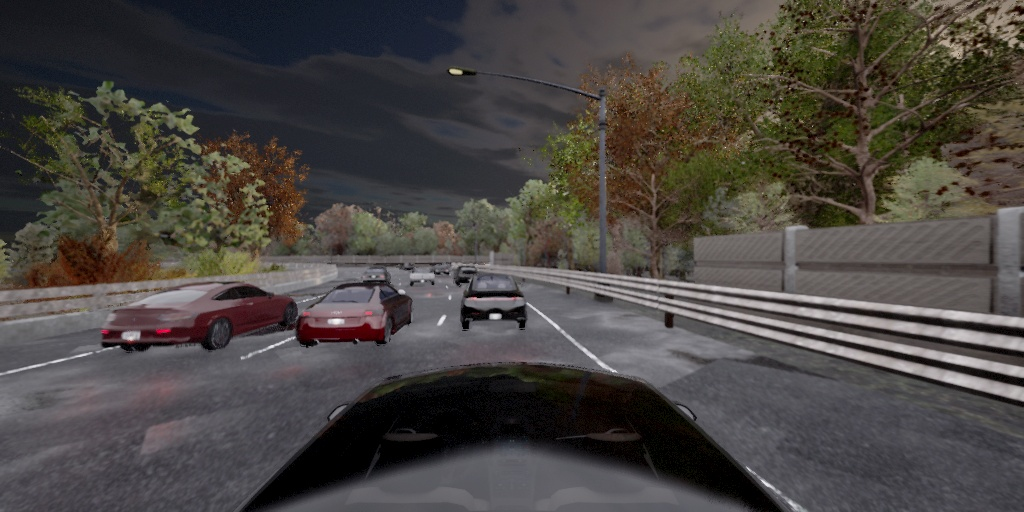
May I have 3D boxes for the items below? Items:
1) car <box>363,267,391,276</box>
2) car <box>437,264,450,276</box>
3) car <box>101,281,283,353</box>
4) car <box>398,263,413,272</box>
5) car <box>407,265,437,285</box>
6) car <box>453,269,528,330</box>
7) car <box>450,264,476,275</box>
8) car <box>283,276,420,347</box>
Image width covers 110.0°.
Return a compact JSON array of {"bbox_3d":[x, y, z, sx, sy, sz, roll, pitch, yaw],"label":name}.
[{"bbox_3d":[-10.705,1.610,28.429,2.033,1.411,5.357,0,-1,-15],"label":"car"},{"bbox_3d":[-9.337,1.855,45.317,1.895,1.301,4.718,0,-1,-23],"label":"car"},{"bbox_3d":[-7.381,1.365,9.081,1.812,1.442,4.674,0,-1,-4],"label":"car"},{"bbox_3d":[-18.379,1.958,62.210,1.837,1.490,4.892,1,-1,-32],"label":"car"},{"bbox_3d":[-7.533,1.678,29.938,1.895,1.301,4.718,0,-1,-15],"label":"car"},{"bbox_3d":[-0.640,1.356,11.590,2.128,1.511,4.902,0,-1,-5],"label":"car"},{"bbox_3d":[-3.749,1.570,29.129,1.837,1.490,4.892,0,-1,-14],"label":"car"},{"bbox_3d":[-3.957,1.408,9.717,1.994,1.385,4.181,0,-1,-5],"label":"car"}]
